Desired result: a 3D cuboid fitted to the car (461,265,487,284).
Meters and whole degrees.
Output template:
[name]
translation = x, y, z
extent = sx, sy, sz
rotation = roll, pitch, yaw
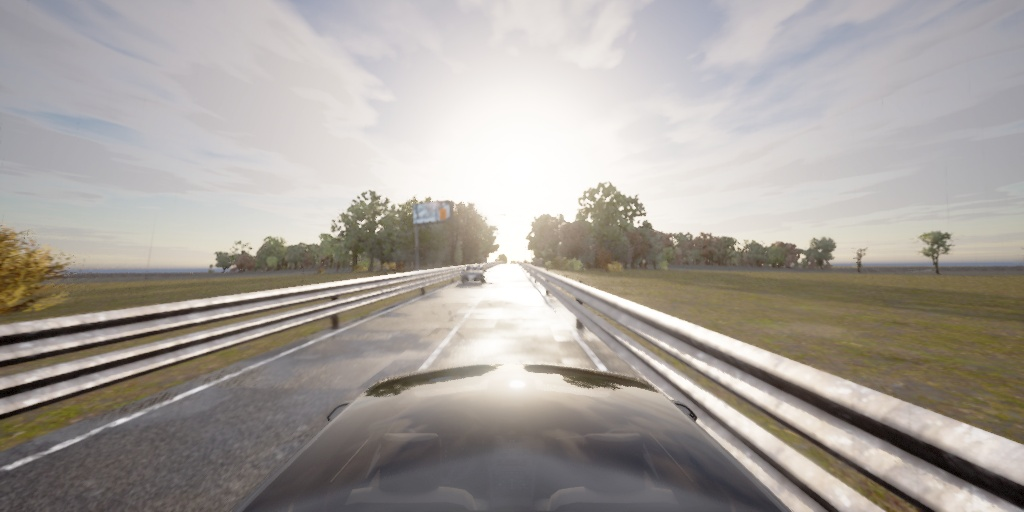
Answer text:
[car]
translation = -3.146, 1.515, 30.403
extent = 2.128, 1.511, 4.902
rotation = 0, -1, 0
